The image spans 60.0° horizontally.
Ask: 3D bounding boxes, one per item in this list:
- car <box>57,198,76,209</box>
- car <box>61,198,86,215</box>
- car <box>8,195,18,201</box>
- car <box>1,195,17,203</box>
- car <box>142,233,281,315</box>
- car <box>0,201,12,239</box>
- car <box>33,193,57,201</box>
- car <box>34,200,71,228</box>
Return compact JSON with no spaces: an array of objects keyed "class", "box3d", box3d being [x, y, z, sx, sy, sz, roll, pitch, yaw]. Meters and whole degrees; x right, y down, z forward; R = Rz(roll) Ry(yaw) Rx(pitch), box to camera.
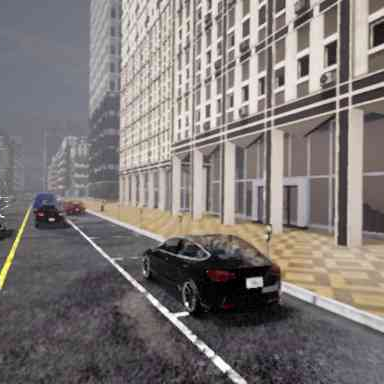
[{"class":"car","box3d":[-16.463,1.479,43.464,2.008,1.369,4.403,1,0,-25]},{"class":"car","box3d":[-11.701,1.498,33.219,1.887,1.381,4.507,1,0,-25]},{"class":"car","box3d":[-41.457,1.334,77.235,1.802,1.307,4.206,1,0,-25]},{"class":"car","box3d":[-33.586,1.336,60.420,2.008,1.369,4.403,1,0,-25]},{"class":"car","box3d":[0.204,1.588,7.609,1.947,1.339,4.313,1,0,-25]},{"class":"car","box3d":[-10.230,1.427,16.341,1.837,1.490,4.892,1,0,-25]},{"class":"car","box3d":[-15.555,1.137,35.274,2.150,2.045,5.566,1,0,-24]},{"class":"car","box3d":[-9.286,1.475,21.833,1.812,1.442,4.674,1,0,-25]}]
